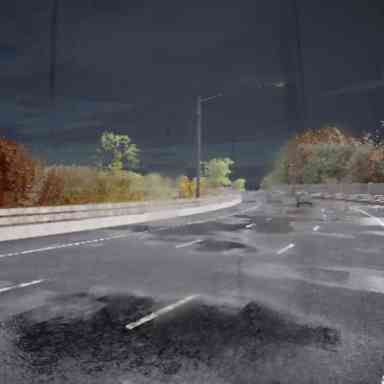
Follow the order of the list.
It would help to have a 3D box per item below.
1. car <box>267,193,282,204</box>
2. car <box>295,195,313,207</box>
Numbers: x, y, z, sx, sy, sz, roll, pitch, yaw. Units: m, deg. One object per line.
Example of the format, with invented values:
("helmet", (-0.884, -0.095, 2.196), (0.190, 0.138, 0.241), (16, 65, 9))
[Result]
("car", (11.915, 0.908, 48.003), (2.033, 1.411, 5.357), (1, 1, 11))
("car", (13.998, 1.034, 41.577), (2.033, 1.411, 5.357), (1, 1, 14))
